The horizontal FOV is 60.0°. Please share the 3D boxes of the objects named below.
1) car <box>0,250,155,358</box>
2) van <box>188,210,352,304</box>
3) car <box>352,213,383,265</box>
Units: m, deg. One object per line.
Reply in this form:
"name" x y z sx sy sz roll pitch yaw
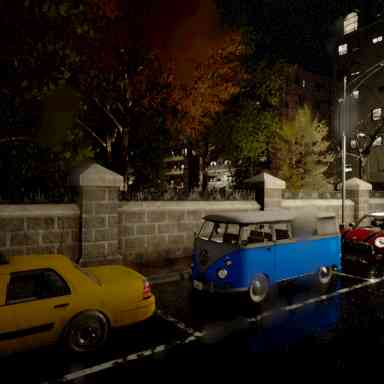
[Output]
"car" -2.876 1.525 4.499 4.829 1.417 1.752 0 1 -36
"van" 1.829 1.343 7.862 3.998 1.788 1.690 0 1 -36
"car" 6.393 1.442 11.129 4.097 1.590 1.967 0 1 -36
